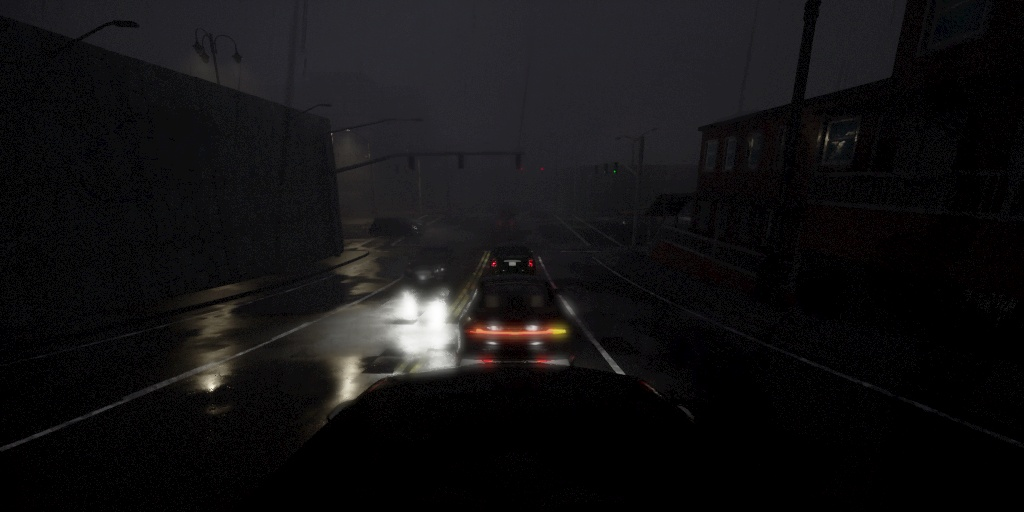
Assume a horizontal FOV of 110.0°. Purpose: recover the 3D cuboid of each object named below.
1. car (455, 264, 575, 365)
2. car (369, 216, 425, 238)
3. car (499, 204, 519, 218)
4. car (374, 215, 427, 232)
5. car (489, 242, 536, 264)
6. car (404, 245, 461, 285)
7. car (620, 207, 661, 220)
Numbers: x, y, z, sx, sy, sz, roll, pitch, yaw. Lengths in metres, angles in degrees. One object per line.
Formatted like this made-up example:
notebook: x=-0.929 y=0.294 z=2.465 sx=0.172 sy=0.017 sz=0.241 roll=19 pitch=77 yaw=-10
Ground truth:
car: x=0.056 y=1.122 z=7.182 sx=1.837 sy=1.490 sz=4.892 roll=0 pitch=2 yaw=0
car: x=-10.393 y=-2.658 z=32.261 sx=4.553 sy=1.767 sz=2.097 roll=0 pitch=12 yaw=0
car: x=-0.309 y=-6.279 z=48.826 sx=2.097 sy=1.767 sz=4.553 roll=2 pitch=12 yaw=9
car: x=-11.046 y=-3.236 z=35.722 sx=4.674 sy=1.442 sz=1.812 roll=0 pitch=12 yaw=0
car: x=0.025 y=0.085 z=17.435 sx=2.097 sy=1.767 sz=4.553 roll=0 pitch=7 yaw=0
car: x=-3.589 y=0.315 z=16.782 sx=2.128 sy=1.511 sz=4.902 roll=0 pitch=7 yaw=0
car: x=16.469 y=-5.546 z=46.037 sx=5.008 sy=1.535 sz=1.882 roll=0 pitch=12 yaw=0
